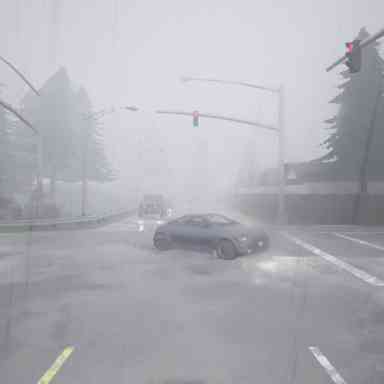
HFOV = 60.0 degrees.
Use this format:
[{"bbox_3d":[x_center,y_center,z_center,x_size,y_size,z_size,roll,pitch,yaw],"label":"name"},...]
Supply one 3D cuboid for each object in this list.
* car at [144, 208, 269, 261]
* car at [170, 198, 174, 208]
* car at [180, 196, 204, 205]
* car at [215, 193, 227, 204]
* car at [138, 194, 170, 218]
[{"bbox_3d":[0.580,1.459,11.815,4.181,1.385,1.994,0,1,37],"label":"car"},{"bbox_3d":[-3.506,1.503,45.416,1.837,1.490,4.892,0,0,2],"label":"car"},{"bbox_3d":[-0.007,1.493,60.419,4.892,1.490,1.837,1,-1,-44],"label":"car"},{"bbox_3d":[6.889,1.206,60.906,5.566,2.045,2.150,0,0,-22],"label":"car"},{"bbox_3d":[-3.613,1.225,31.051,2.150,2.045,5.566,0,0,0],"label":"car"}]
